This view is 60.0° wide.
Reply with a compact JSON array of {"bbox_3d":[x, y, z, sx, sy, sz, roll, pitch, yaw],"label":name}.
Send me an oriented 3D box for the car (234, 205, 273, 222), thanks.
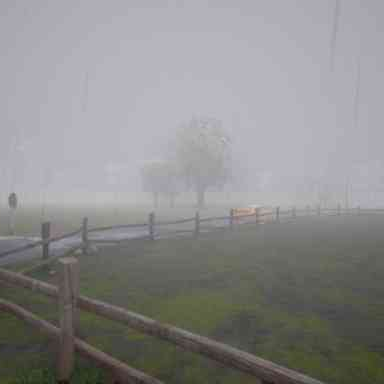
[{"bbox_3d":[5.630,1.909,30.102,1.882,1.535,5.008,0,-1,38],"label":"car"}]
